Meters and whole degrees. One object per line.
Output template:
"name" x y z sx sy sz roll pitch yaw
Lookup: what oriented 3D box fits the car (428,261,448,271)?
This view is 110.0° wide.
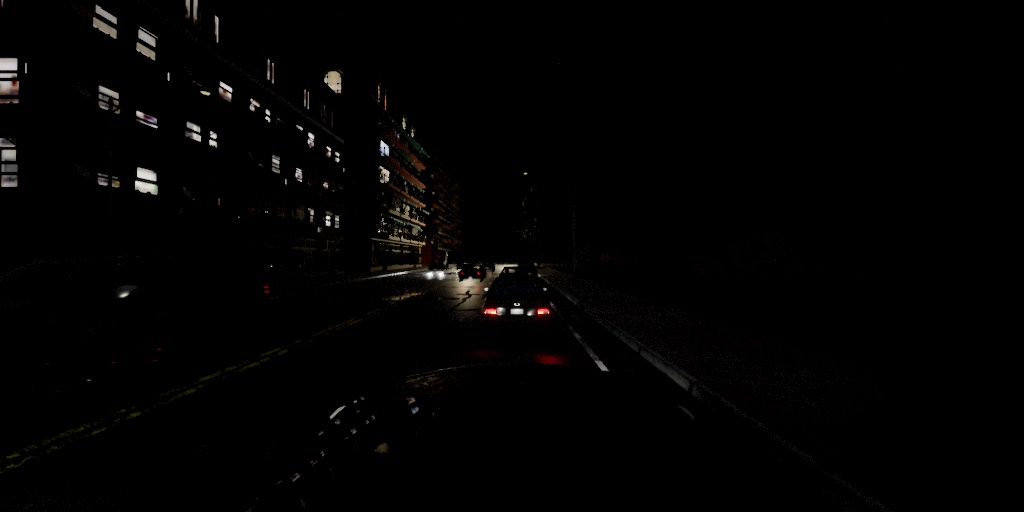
"car" -9.809 1.354 47.887 1.895 1.301 4.718 0 0 0

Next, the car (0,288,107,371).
"car" -9.845 1.351 5.521 1.895 1.301 4.718 0 0 0

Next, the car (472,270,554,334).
"car" 0.110 1.299 10.593 2.033 1.411 5.357 0 0 0

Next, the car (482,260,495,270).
"car" -3.111 1.245 45.083 2.128 1.511 4.902 0 0 0

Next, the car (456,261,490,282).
"car" -3.127 1.354 29.275 1.895 1.301 4.718 0 0 0

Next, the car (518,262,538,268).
"car" 1.163 1.259 30.722 1.837 1.490 4.892 0 0 0

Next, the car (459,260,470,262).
"car" -6.556 1.257 49.480 1.837 1.490 4.892 0 0 0

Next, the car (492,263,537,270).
"car" 0.116 1.300 20.955 2.033 1.411 5.357 0 0 0

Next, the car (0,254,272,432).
"car" -6.597 0.972 5.923 2.150 2.045 5.566 0 0 0
